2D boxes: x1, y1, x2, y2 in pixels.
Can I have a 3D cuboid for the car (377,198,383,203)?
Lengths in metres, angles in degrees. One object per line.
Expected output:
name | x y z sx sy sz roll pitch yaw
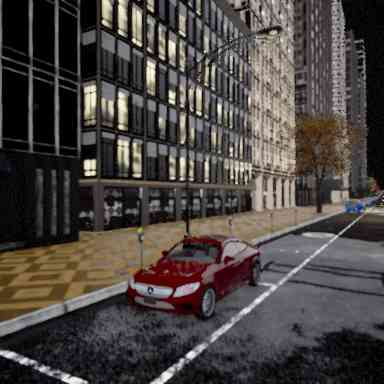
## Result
car | 46.789 2.129 81.954 2.097 1.767 4.553 0 -1 30

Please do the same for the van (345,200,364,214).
van | 20.410 1.839 42.090 1.690 1.788 3.998 -1 -1 30

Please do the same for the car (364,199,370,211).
car | 26.154 2.159 51.927 2.008 1.369 4.403 -1 -1 30

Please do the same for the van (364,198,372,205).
van | 40.512 2.211 76.540 1.690 1.788 3.998 -1 -1 30

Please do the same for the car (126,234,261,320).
car | 0.312 1.678 7.637 1.802 1.307 4.206 -1 -1 30
